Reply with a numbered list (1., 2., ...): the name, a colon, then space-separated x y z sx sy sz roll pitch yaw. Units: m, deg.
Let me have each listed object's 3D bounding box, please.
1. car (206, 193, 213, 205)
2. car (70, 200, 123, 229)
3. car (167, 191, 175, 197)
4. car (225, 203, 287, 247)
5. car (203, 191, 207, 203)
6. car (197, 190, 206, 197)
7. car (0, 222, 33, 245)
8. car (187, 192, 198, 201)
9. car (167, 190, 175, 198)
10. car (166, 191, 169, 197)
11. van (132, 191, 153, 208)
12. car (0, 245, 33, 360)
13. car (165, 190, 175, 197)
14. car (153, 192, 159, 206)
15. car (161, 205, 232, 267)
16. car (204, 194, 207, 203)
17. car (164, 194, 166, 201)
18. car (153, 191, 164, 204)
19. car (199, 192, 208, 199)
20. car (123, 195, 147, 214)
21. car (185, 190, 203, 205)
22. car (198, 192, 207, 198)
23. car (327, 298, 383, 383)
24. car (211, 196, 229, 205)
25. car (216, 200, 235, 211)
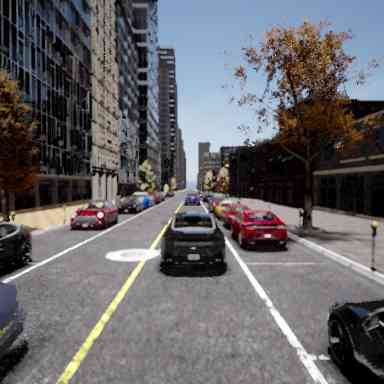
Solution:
1. car: 2.662 1.120 30.927 1.967 1.590 4.097 -1 1 0
2. car: -5.679 1.236 19.691 1.967 1.590 4.097 -1 1 0
3. car: -5.749 0.495 93.059 1.967 1.590 4.097 -1 1 0
4. car: 2.672 1.399 13.997 1.887 1.381 4.507 -1 1 0
5. car: 2.652 1.018 53.503 1.947 1.339 4.313 -1 1 0
6. car: 2.629 0.370 93.006 2.192 1.841 5.009 -1 1 0
7. car: -5.672 1.478 8.404 1.947 1.339 4.313 -1 1 0
8. car: 0.067 0.835 64.347 2.128 1.511 4.902 0 1 0
9. car: -5.741 0.733 81.774 1.947 1.339 4.313 -1 1 0
10. car: -5.730 0.960 59.198 1.947 1.339 4.313 -1 1 0
11. van: -5.693 0.964 36.621 1.690 1.788 3.998 -1 1 0
12. car: -3.102 1.524 2.072 2.033 1.411 5.357 0 1 0
13. car: -5.748 0.426 87.414 2.192 1.841 5.009 -1 1 0
14. car: -5.706 1.116 42.267 2.008 1.369 4.403 -1 1 0
15. car: 0.027 1.391 10.965 1.837 1.490 4.892 0 1 0
16. car: 2.661 1.189 36.572 1.947 1.339 4.313 -1 1 0
17. car: -5.731 1.034 53.555 1.802 1.307 4.206 -1 1 0
18. car: -5.737 0.824 47.908 2.192 1.841 5.009 -1 1 0
19. car: 2.641 0.769 76.078 1.887 1.381 4.507 -1 1 0
20. car: -5.683 1.246 30.979 1.947 1.339 4.313 -1 1 0
21. car: 0.077 0.868 47.218 2.097 1.767 4.553 0 1 0
22. car: 2.638 0.718 81.721 2.008 1.369 4.403 -1 1 0
23. car: 2.678 1.536 2.710 1.947 1.339 4.313 -1 1 0
24. car: 2.666 1.262 25.454 1.752 1.417 4.829 -1 1 0
25. car: 2.670 1.378 19.641 1.802 1.307 4.206 -1 1 0
